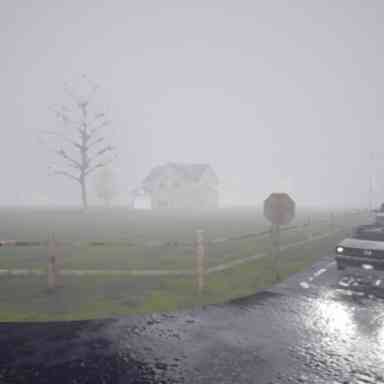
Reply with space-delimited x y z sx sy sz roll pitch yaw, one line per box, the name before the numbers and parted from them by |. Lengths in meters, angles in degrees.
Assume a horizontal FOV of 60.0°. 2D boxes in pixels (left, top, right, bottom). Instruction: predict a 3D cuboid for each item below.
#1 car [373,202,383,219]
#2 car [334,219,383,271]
car | 11.899 1.551 19.157 2.150 2.045 5.566 0 -1 36
car | 6.130 1.792 11.013 1.895 1.301 4.718 0 -1 35
